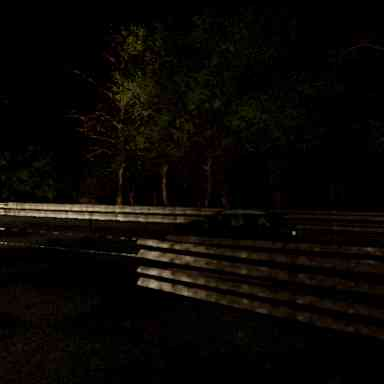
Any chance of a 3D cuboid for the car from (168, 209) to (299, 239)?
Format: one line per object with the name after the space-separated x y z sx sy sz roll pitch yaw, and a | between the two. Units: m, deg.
1.414 1.460 12.214 4.856 1.649 2.033 0 0 24 | car
